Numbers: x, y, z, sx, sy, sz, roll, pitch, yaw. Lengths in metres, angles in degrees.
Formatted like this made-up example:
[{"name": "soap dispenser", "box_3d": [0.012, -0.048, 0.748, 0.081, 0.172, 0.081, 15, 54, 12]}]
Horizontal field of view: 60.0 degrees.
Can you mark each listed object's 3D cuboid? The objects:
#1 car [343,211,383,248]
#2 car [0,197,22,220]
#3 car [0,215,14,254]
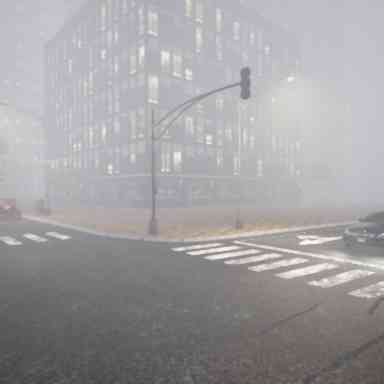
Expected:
[{"name": "car", "box_3d": [8.161, 1.528, 13.818, 4.674, 1.442, 1.812, 0, 0, -37]}, {"name": "car", "box_3d": [-13.465, 1.083, 23.301, 1.967, 1.590, 4.097, 1, 0, -42]}, {"name": "car", "box_3d": [-6.094, 1.484, 6.992, 1.882, 1.535, 5.008, 1, 0, 0]}]
